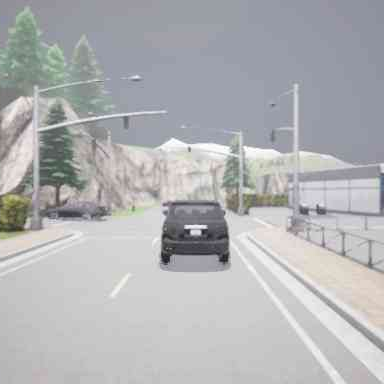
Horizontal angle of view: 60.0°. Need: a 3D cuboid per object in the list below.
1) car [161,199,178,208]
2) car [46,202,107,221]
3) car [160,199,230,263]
[{"bbox_3d":[-3.461,1.745,52.077,1.895,1.301,4.718,0,0,6],"label":"car"},{"bbox_3d":[-9.557,1.568,27.548,4.902,1.511,2.128,0,-1,8],"label":"car"},{"bbox_3d":[0.070,1.256,12.195,2.150,2.045,5.566,0,0,-1],"label":"car"}]
